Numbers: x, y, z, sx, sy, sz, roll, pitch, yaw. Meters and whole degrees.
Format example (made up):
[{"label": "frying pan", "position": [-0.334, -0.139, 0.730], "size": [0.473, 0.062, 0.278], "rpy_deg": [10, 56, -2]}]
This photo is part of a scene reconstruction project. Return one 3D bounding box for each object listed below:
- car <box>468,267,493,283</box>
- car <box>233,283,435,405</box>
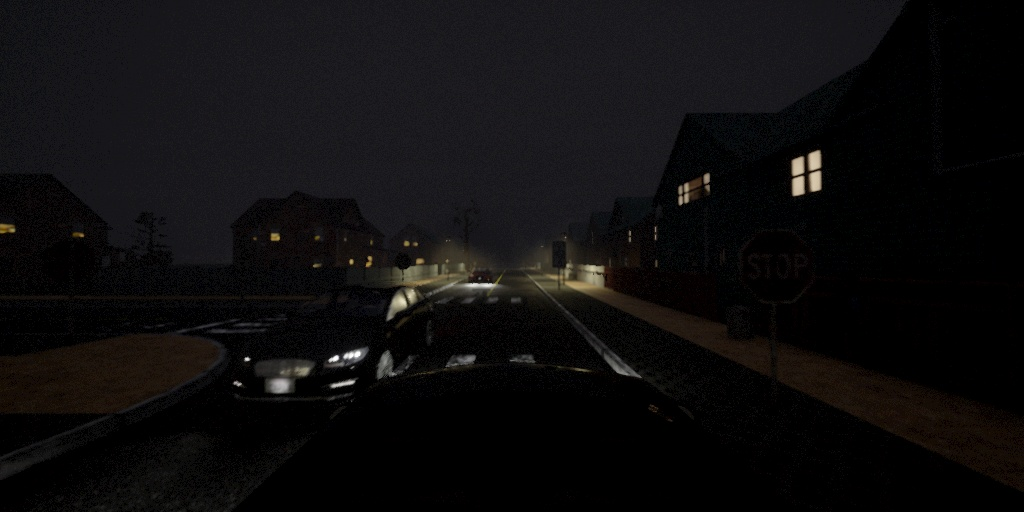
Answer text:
[{"label": "car", "position": [-2.697, 1.678, 31.746], "size": [1.994, 1.385, 4.181], "rpy_deg": [0, 0, -1]}, {"label": "car", "position": [-2.748, 1.300, 6.702], "size": [2.128, 1.511, 4.902], "rpy_deg": [0, -1, 0]}]
